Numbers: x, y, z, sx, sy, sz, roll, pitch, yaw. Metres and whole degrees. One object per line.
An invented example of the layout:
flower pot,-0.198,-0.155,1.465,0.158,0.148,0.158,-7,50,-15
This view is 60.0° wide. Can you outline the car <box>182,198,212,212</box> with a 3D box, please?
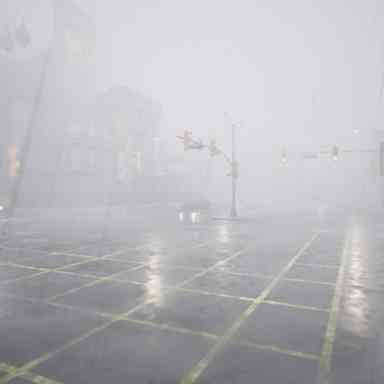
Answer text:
car,0.635,1.469,39.580,1.882,1.535,5.008,0,0,28
